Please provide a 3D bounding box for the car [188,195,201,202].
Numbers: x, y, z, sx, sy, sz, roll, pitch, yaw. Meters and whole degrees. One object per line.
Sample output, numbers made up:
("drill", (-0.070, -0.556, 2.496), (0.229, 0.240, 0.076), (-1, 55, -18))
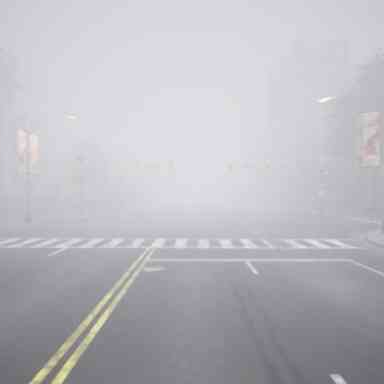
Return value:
("car", (0.666, 1.959, 90.925), (2.033, 1.411, 5.357), (0, 0, 0))
